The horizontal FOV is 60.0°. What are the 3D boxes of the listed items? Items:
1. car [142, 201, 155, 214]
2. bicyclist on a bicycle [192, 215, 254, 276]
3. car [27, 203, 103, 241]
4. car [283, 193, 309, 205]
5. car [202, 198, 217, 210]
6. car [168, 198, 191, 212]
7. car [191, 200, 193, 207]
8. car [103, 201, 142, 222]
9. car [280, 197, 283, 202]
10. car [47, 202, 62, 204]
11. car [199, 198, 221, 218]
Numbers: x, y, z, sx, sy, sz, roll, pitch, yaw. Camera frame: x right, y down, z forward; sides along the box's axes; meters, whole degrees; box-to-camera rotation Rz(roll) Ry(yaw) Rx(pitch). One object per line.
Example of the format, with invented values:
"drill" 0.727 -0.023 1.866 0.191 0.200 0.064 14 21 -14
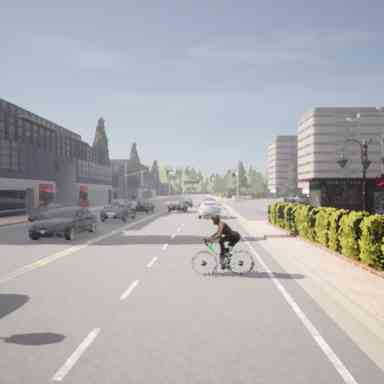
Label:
"car" -5.230 1.595 35.586 1.895 1.301 4.718 0 0 3
"bicyclist on a bicycle" 0.805 1.440 8.827 1.656 1.620 0.582 -1 0 2
"car" -6.302 1.503 16.751 1.837 1.490 4.892 0 0 3
"car" 17.035 1.149 52.969 3.866 1.878 1.905 0 0 2
"car" 2.342 1.519 44.107 1.812 1.442 4.674 0 0 5
"car" -1.517 1.595 37.662 1.895 1.301 4.718 0 0 3
"car" -0.882 1.593 49.986 1.895 1.301 4.718 0 0 3
"car" -5.700 1.487 26.249 2.128 1.511 4.902 0 0 3
"car" 17.168 1.145 55.860 4.605 1.855 1.932 0 0 2
"car" -9.419 1.503 22.941 1.837 1.490 4.892 0 0 4
"car" 1.597 1.521 29.779 1.812 1.442 4.674 0 0 3
